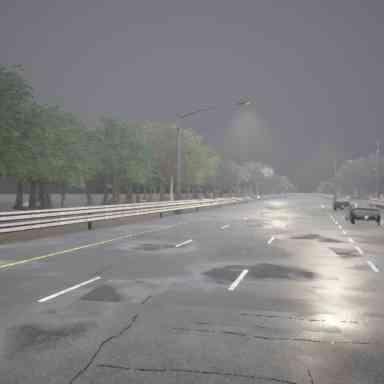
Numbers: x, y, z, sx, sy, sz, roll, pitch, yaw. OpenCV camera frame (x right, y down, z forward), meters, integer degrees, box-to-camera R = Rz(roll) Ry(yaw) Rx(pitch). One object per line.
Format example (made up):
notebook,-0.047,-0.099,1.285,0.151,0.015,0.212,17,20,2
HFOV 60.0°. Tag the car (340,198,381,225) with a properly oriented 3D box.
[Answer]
car,12.478,1.490,24.463,2.128,1.511,4.902,0,0,20

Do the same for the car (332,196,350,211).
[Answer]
car,18.268,1.491,40.646,1.882,1.535,5.008,0,0,20

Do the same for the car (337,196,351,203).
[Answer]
car,31.088,1.546,67.856,1.994,1.385,4.181,0,0,34
